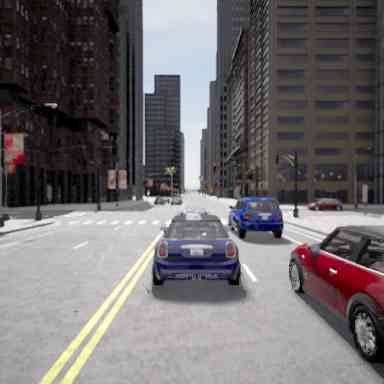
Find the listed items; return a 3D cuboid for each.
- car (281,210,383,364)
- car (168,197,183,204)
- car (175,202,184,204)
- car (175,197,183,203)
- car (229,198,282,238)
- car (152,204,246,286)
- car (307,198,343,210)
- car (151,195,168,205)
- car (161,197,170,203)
[{"bbox_3d":[3.349,1.386,6.070,2.097,1.767,4.553,0,0,0],"label":"car"},{"bbox_3d":[-3.187,1.874,65.464,1.812,1.442,4.674,0,0,0],"label":"car"},{"bbox_3d":[0.115,1.596,19.571,2.128,1.511,4.902,0,0,0],"label":"car"},{"bbox_3d":[-3.157,1.959,80.777,1.812,1.442,4.674,0,0,0],"label":"car"},{"bbox_3d":[3.373,1.320,18.383,2.150,2.045,5.566,0,0,-2],"label":"car"},{"bbox_3d":[0.106,1.406,9.728,2.097,1.767,4.553,0,0,0],"label":"car"},{"bbox_3d":[16.727,1.573,42.109,4.097,1.590,1.967,0,1,0],"label":"car"},{"bbox_3d":[-6.439,1.851,65.454,1.837,1.490,4.892,0,0,0],"label":"car"},{"bbox_3d":[-6.406,1.988,80.774,1.994,1.385,4.181,0,0,0],"label":"car"}]
